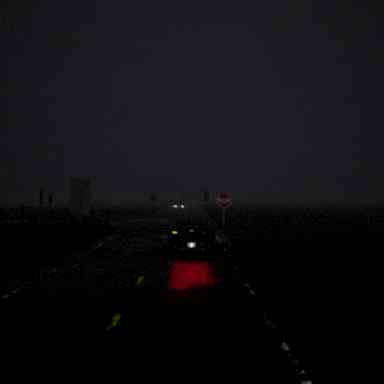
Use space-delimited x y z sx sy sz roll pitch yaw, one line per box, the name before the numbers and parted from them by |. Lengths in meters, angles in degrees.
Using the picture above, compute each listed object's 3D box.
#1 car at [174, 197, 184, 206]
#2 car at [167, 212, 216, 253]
car | -2.824 2.115 73.773 2.097 1.767 4.553 0 -1 0
car | -0.010 1.643 14.289 1.837 1.490 4.892 0 0 0
